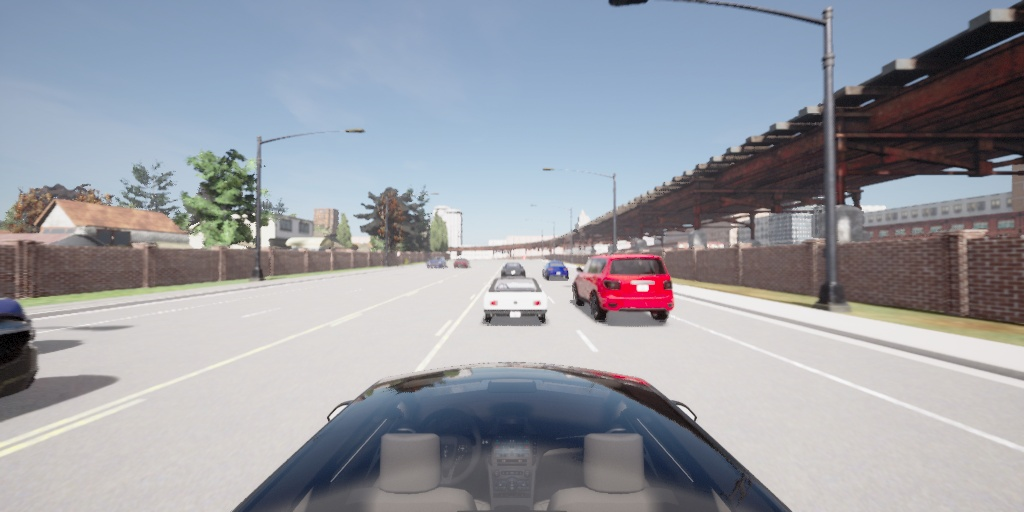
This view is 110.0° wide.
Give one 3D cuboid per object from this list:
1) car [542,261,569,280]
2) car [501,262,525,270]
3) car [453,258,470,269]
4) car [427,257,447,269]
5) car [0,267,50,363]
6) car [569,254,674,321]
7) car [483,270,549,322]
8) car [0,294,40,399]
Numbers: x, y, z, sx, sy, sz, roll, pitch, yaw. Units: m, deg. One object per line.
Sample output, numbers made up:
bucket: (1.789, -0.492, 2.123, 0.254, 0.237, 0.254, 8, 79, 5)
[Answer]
car: (3.600, 1.161, 30.000, 1.812, 1.442, 4.674, 0, 0, 0)
car: (0.100, 1.202, 29.495, 1.994, 1.385, 4.181, 0, 0, 0)
car: (-7.067, 0.988, 50.720, 1.882, 1.535, 5.008, 0, 0, 0)
car: (-10.573, 0.865, 50.538, 2.097, 1.767, 4.553, 0, 0, 0)
car: (-10.601, 1.108, 5.129, 2.097, 1.767, 4.553, 0, 0, 0)
car: (3.599, 0.961, 12.542, 2.150, 2.045, 5.566, 0, 0, 0)
car: (0.099, 1.342, 12.285, 1.895, 1.301, 4.718, 0, 0, 0)
car: (-7.100, 1.229, 2.487, 1.882, 1.535, 5.008, 0, 0, 0)
